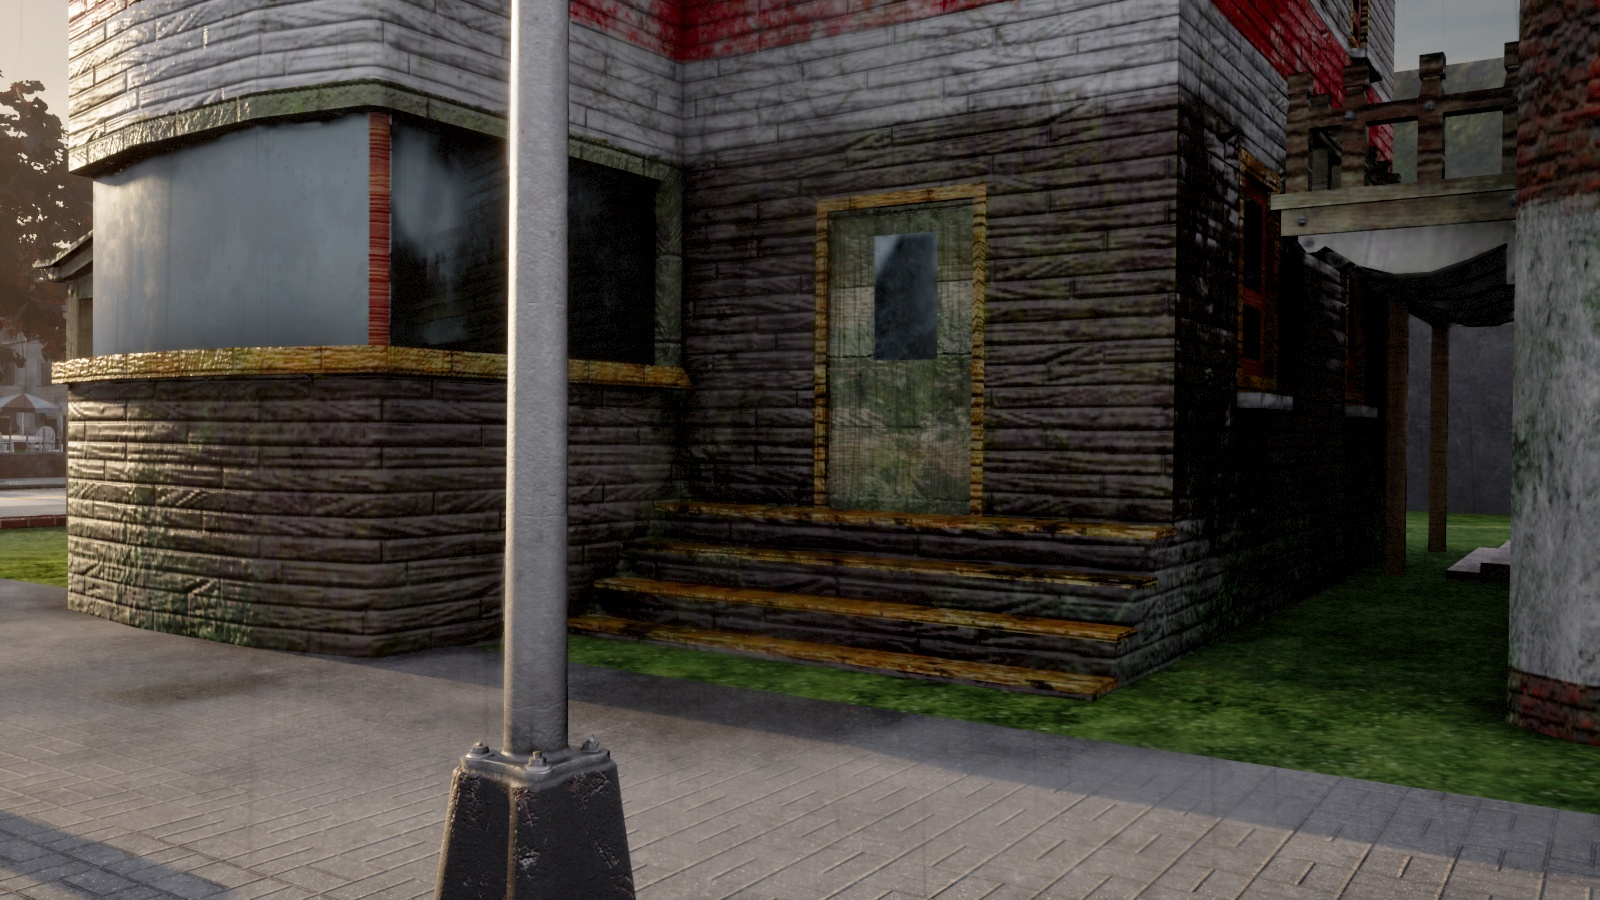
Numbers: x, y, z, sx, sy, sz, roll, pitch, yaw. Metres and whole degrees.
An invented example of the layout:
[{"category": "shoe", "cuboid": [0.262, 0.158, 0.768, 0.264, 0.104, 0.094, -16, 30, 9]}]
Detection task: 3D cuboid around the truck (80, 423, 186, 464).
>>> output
[{"category": "truck", "cuboid": [-41.793, -0.453, 78.837, 2.627, 2.467, 5.204, 0, 1, 33]}]
